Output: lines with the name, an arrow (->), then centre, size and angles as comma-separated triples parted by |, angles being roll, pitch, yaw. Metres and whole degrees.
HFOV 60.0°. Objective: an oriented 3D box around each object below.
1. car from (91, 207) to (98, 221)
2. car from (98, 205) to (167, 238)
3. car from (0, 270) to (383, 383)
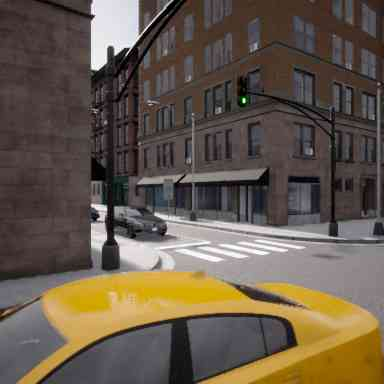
car -> -8.719, 1.398, 25.197 | 2.033, 1.411, 5.357 | 0, 0, -36
car -> -3.064, 1.436, 17.271 | 1.812, 1.442, 4.674 | 0, 0, -35
car -> -0.663, 1.478, 2.598 | 5.008, 1.535, 1.882 | 0, -1, -28
